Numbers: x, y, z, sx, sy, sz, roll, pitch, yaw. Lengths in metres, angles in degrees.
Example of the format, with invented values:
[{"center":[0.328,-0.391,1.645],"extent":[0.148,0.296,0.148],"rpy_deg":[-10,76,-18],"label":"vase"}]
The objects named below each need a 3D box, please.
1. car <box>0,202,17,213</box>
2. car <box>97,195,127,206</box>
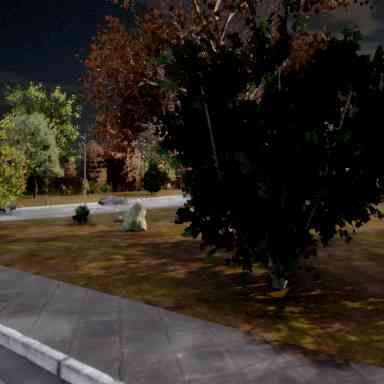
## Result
[{"center":[-21.024,1.533,34.692],"extent":[2.128,1.511,4.902],"rpy_deg":[0,1,39],"label":"car"},{"center":[-11.193,1.187,46.791],"extent":[1.994,1.385,4.181],"rpy_deg":[0,2,39],"label":"car"}]
